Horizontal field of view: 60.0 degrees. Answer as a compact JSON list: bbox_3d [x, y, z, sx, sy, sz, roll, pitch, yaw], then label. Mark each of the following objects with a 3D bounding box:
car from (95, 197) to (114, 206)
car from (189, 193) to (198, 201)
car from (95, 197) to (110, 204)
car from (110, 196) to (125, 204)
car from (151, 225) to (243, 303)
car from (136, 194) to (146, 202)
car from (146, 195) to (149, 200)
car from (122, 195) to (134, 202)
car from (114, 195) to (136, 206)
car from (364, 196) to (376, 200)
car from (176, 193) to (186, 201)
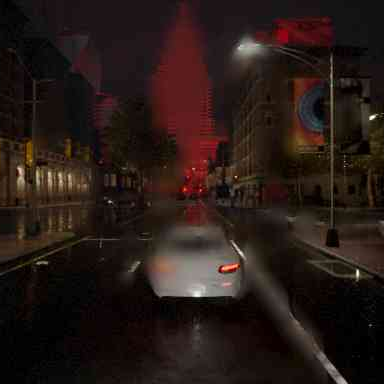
[{"bbox_3d":[-14.833,1.547,56.777,2.033,1.411,5.357,0,0,0],"label":"car"},{"bbox_3d":[0.385,1.355,86.889,2.097,1.767,4.553,0,0,0],"label":"car"},{"bbox_3d":[-17.954,1.595,66.861,1.895,1.301,4.718,0,0,0],"label":"car"},{"bbox_3d":[-14.723,1.505,66.316,1.837,1.490,4.892,0,0,1],"label":"car"},{"bbox_3d":[0.112,1.526,8.113,1.812,1.442,4.674,0,0,1],"label":"car"},{"bbox_3d":[-11.225,1.547,66.526,2.033,1.411,5.357,0,0,1],"label":"car"},{"bbox_3d":[-11.160,1.355,76.746,2.097,1.767,4.553,0,0,0],"label":"car"},{"bbox_3d":[-14.661,1.478,76.730,1.882,1.535,5.008,0,0,0],"label":"car"},{"bbox_3d":[-11.334,1.477,56.713,1.882,1.535,5.008,0,0,0],"label":"car"},{"bbox_3d":[34.746,1.481,68.020,2.231,1.521,4.892,0,0,0],"label":"car"},{"bbox_3d":[-3.113,1.552,87.286,1.994,1.385,4.181,0,0,0],"label":"car"}]
